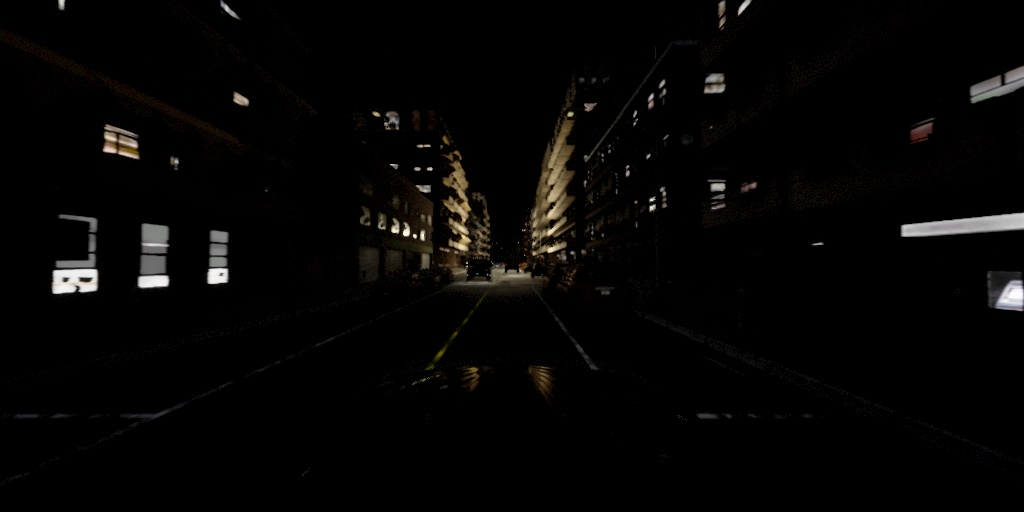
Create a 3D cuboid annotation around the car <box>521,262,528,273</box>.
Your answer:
[{"bbox_3d":[2.671,1.784,51.744,2.007,1.370,4.403,0,0,0],"label":"car"}]

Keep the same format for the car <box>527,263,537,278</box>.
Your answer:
[{"bbox_3d":[2.985,1.614,38.804,1.837,1.490,4.892,0,-1,0],"label":"car"}]

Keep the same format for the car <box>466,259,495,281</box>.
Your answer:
[{"bbox_3d":[-3.112,1.293,35.003,2.150,2.045,5.566,0,-1,0],"label":"car"}]

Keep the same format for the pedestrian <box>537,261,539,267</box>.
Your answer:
[{"bbox_3d":[2.984,1.431,41.765,0.375,1.860,0.375,1,-1,-5],"label":"pedestrian"}]

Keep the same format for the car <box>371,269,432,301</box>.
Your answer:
[{"bbox_3d":[-5.697,1.455,18.356,1.888,1.381,4.507,0,0,0],"label":"car"}]

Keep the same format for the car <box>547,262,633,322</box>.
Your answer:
[{"bbox_3d":[2.686,1.171,12.748,2.192,1.841,5.009,0,0,0],"label":"car"}]

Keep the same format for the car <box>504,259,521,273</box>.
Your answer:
[{"bbox_3d":[-0.012,1.479,54.066,2.150,2.045,5.566,0,-1,0],"label":"car"}]

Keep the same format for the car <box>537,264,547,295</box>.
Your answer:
[{"bbox_3d":[2.684,1.225,18.318,2.192,1.841,5.009,0,0,0],"label":"car"}]

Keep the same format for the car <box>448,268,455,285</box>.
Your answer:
[{"bbox_3d":[-5.701,1.600,29.497,1.802,1.307,4.207,0,0,0],"label":"car"}]

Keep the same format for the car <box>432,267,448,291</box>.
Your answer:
[{"bbox_3d":[-5.699,1.546,23.926,1.802,1.307,4.207,0,0,0],"label":"car"}]
